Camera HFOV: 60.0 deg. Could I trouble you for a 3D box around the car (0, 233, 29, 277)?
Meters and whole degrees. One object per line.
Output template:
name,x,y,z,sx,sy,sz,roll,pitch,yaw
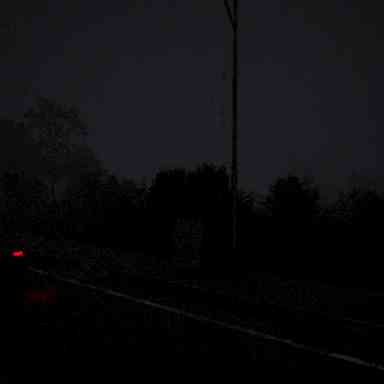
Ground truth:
car,-6.488,1.547,9.096,5.357,1.411,2.033,0,0,39
